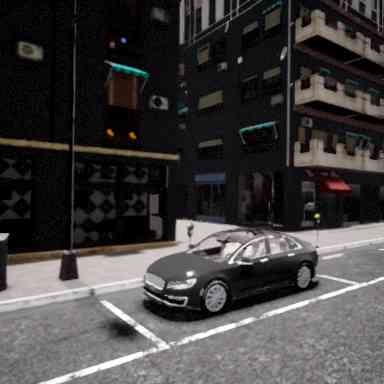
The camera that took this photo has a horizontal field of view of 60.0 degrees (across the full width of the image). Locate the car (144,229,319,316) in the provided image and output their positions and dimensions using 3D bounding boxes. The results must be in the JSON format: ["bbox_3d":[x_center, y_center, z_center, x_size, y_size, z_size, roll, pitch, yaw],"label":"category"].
[{"bbox_3d":[1.054,1.549,7.444,4.403,1.369,2.008,0,1,-35],"label":"car"}]
